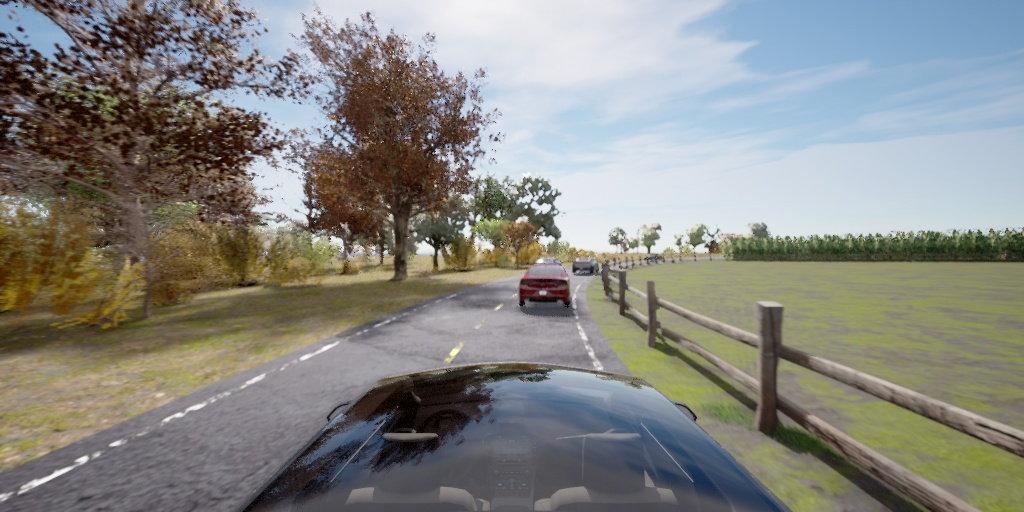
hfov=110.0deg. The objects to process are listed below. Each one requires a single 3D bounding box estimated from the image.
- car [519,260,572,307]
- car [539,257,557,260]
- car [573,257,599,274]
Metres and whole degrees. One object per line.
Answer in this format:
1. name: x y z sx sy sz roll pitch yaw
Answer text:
1. car: 1.450 1.097 14.878 1.882 1.535 5.008 0 1 9
2. car: 3.055 0.863 31.682 2.128 1.511 4.902 0 1 21
3. car: 6.992 0.827 33.624 2.128 1.511 4.902 0 1 22
